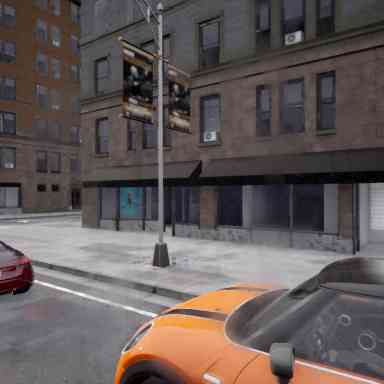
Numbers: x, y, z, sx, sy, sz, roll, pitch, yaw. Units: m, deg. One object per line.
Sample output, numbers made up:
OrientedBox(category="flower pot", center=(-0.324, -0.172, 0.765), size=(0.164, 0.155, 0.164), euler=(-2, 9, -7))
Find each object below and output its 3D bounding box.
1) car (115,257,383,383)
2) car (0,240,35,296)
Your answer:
OrientedBox(category="car", center=(1.486, 1.352, 2.627), size=(4.553, 1.767, 2.097), euler=(0, 0, 35))
OrientedBox(category="car", center=(-5.456, 1.564, 7.558), size=(4.181, 1.385, 1.994), euler=(0, 0, 36))
